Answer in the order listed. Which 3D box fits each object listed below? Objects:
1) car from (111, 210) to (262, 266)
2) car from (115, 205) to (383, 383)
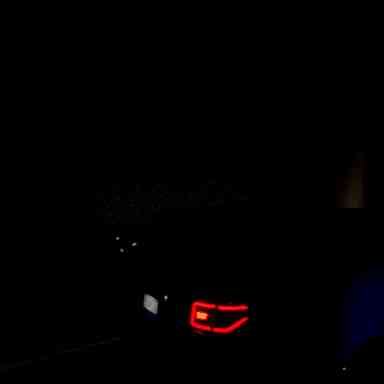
[{"bbox_3d":[-0.061,1.517,12.296,5.357,1.411,2.033,0,0,-33],"label":"car"},{"bbox_3d":[1.805,1.213,4.845,5.566,2.045,2.150,0,0,-34],"label":"car"}]
